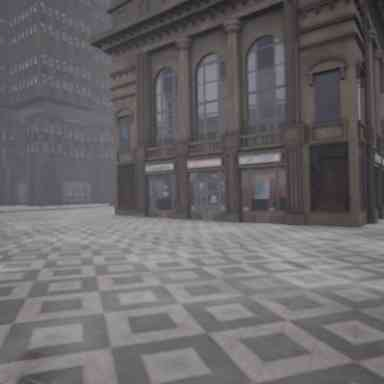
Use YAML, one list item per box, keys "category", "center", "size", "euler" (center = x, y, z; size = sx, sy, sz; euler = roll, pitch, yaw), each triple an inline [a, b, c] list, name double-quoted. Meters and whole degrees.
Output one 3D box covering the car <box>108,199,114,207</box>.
- category: "car"
  center: [-10.849, 1.625, 52.403]
  size: [1.882, 1.535, 5.008]
  euler: [-2, -1, 35]
